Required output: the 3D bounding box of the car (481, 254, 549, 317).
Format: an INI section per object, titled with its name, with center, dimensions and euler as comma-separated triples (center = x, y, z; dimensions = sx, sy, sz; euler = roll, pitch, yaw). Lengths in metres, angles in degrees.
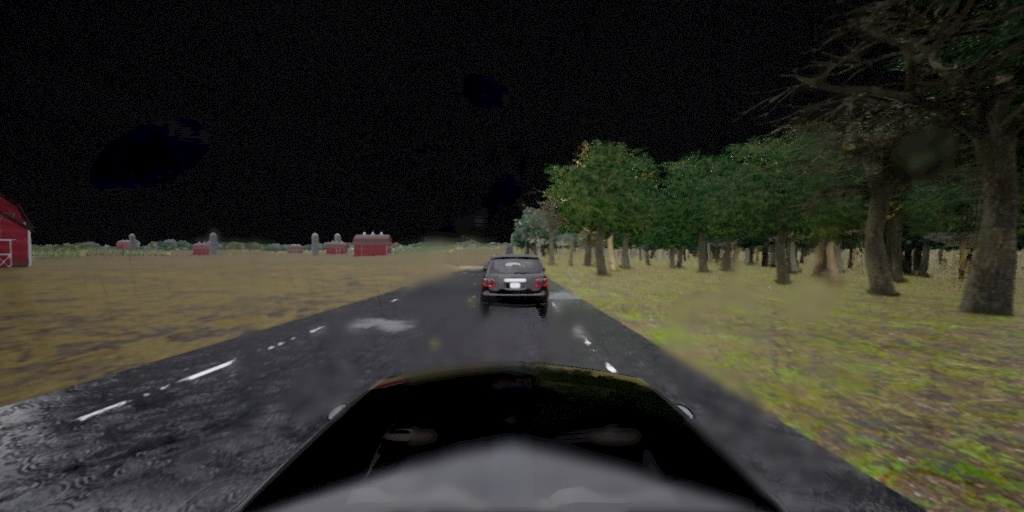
[car]
center = 0.093, 0.963, 13.237
dimensions = 2.150, 2.045, 5.566
euler = 0, 0, 0
